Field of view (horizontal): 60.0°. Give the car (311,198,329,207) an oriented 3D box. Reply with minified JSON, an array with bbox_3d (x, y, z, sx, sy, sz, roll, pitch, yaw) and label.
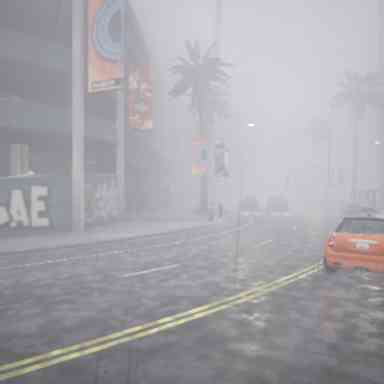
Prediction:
[{"bbox_3d":[22.351,1.893,58.321,2.231,1.521,4.892,0,-1,3],"label":"car"}]

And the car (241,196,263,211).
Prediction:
[{"bbox_3d":[8.170,1.600,46.717,2.150,2.045,5.566,0,-1,3],"label":"car"}]

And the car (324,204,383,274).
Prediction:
[{"bbox_3d":[5.730,1.418,10.151,2.097,1.767,4.553,-1,-1,40],"label":"car"}]

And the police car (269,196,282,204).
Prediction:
[{"bbox_3d":[21.600,1.983,86.115,1.930,1.638,5.238,-8,2,2],"label":"police car"}]

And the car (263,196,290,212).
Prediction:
[{"bbox_3d":[11.601,1.570,45.130,2.150,2.045,5.566,0,-1,3],"label":"car"}]

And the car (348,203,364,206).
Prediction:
[{"bbox_3d":[13.735,1.686,27.514,1.837,1.490,4.892,0,0,11],"label":"car"}]
